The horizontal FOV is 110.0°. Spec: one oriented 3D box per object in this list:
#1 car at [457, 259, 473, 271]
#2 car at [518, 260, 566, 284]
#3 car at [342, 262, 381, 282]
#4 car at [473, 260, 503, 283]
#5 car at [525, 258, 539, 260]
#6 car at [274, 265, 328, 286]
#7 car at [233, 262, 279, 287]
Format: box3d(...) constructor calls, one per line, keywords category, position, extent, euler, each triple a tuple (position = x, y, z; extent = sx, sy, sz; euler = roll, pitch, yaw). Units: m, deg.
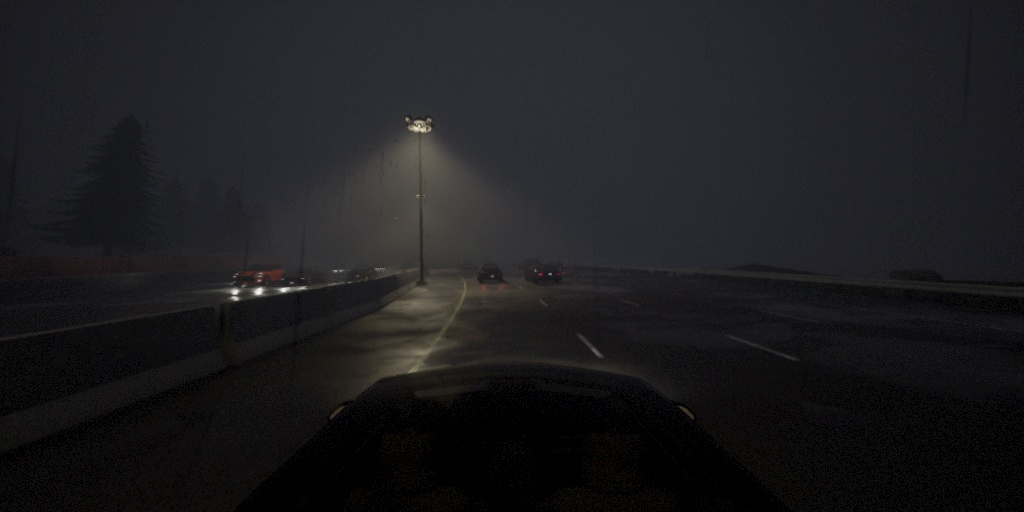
box3d(category="car", position=(-6.552, 1.418, 51.263), extent=(2.033, 1.411, 5.357), euler=(-1, 0, -20))
box3d(category="car", position=(2.152, 1.275, 26.567), extent=(2.033, 1.411, 5.357), euler=(-1, 0, -9))
box3d(category="car", position=(-13.523, 1.535, 32.555), extent=(1.994, 1.385, 4.181), euler=(-1, 0, -11))
box3d(category="car", position=(-1.879, 1.315, 28.927), extent=(1.812, 1.442, 4.674), euler=(0, 0, -10))
box3d(category="car", position=(2.210, 1.086, 43.544), extent=(2.097, 1.767, 4.553), euler=(-1, 0, -14))
box3d(category="car", position=(-16.298, 1.558, 28.442), extent=(2.033, 1.411, 5.357), euler=(-1, 0, -10))
box3d(category="car", position=(-19.883, 1.418, 28.408), extent=(2.097, 1.767, 4.553), euler=(-1, 0, -10))
